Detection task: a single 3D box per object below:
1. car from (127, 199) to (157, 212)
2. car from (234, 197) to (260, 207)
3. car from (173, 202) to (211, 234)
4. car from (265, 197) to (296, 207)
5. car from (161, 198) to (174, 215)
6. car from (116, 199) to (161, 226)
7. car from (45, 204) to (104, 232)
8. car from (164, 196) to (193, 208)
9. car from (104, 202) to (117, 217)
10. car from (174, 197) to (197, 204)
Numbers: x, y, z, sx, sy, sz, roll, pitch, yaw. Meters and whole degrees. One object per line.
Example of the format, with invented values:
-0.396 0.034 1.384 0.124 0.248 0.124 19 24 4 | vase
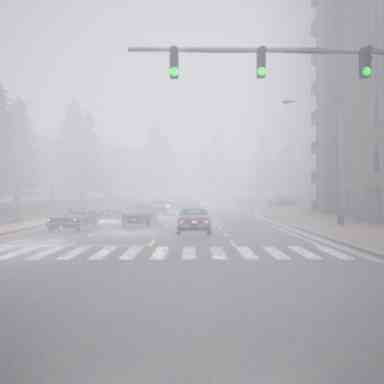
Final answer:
-5.771 1.576 38.890 1.895 1.301 4.718 0 0 12 | car
8.349 1.420 50.254 2.128 1.511 4.902 0 0 44 | car
0.099 1.513 18.724 2.033 1.411 5.357 0 0 0 | car
13.358 1.460 50.086 5.357 1.411 2.033 0 0 -37 | car
-3.270 1.475 33.275 1.837 1.490 4.892 0 0 3 | car
-3.573 1.453 23.149 1.882 1.535 5.008 0 0 0 | car
-7.079 1.588 20.227 1.895 1.301 4.718 0 0 0 | car
-1.900 1.437 48.250 1.882 1.535 5.008 0 0 30 | car
-6.987 1.547 29.037 1.994 1.385 4.181 0 0 1 | car
-0.594 1.558 43.145 1.895 1.301 4.718 0 0 21 | car
